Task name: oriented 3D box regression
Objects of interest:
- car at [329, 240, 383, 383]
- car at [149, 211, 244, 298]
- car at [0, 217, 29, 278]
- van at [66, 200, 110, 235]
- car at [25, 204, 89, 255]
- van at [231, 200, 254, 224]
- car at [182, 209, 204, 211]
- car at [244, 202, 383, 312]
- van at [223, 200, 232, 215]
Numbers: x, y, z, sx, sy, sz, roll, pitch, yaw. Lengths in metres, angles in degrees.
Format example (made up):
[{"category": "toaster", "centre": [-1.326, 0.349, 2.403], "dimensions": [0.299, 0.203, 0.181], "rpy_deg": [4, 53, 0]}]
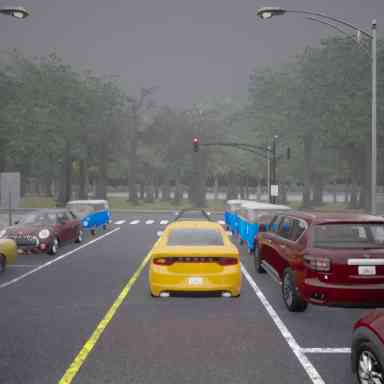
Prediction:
[{"category": "car", "centre": [2.759, 1.440, 2.186], "dimensions": [1.967, 1.590, 4.097], "rpy_deg": [0, 0, 0]}, {"category": "car", "centre": [0.076, 1.478, 8.578], "dimensions": [1.882, 1.535, 5.008], "rpy_deg": [0, 0, 0]}, {"category": "car", "centre": [-5.772, 1.526, 7.444], "dimensions": [1.752, 1.417, 4.829], "rpy_deg": [0, 0, 0]}, {"category": "van", "centre": [-5.786, 1.342, 18.489], "dimensions": [1.690, 1.788, 3.998], "rpy_deg": [0, 0, 0]}, {"category": "car", "centre": [-5.779, 1.441, 13.051], "dimensions": [1.967, 1.590, 4.097], "rpy_deg": [0, 0, 0]}, {"category": "van", "centre": [2.746, 1.342, 13.061], "dimensions": [1.690, 1.788, 3.998], "rpy_deg": [0, 0, 0]}, {"category": "car", "centre": [0.039, 1.565, 17.500], "dimensions": [1.994, 1.385, 4.181], "rpy_deg": [0, 0, 0]}, {"category": "car", "centre": [2.753, 1.315, 7.624], "dimensions": [2.192, 1.841, 5.009], "rpy_deg": [0, 0, 0]}, {"category": "van", "centre": [2.739, 1.342, 18.499], "dimensions": [1.690, 1.788, 3.998], "rpy_deg": [0, 0, 0]}]
